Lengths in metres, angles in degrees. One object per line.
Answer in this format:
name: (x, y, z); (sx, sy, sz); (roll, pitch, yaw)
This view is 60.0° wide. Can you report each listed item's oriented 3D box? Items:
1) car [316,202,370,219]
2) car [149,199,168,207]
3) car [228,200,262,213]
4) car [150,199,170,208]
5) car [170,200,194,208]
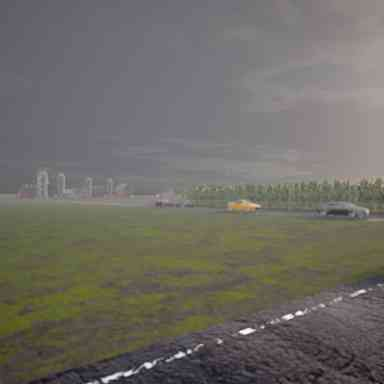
car: (14.240, 1.676, 31.604); (2.128, 1.511, 4.902); (0, -1, -35)
car: (-6.708, 2.136, 66.296); (1.994, 1.385, 4.181); (0, -1, -35)
car: (6.679, 1.784, 42.335); (1.882, 1.535, 5.008); (0, 0, -35)
car: (-5.095, 1.974, 59.215); (1.882, 1.535, 5.008); (0, -1, -35)
car: (-1.541, 2.053, 59.069); (1.994, 1.385, 4.181); (0, -1, -35)
